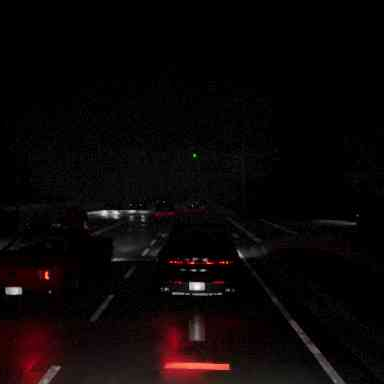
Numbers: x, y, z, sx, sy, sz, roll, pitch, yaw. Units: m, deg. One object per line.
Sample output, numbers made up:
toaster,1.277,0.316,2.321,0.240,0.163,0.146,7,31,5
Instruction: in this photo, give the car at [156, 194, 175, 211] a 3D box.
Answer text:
car,-3.439,1.331,43.126,2.150,2.045,5.566,0,0,0

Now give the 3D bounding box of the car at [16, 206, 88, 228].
car,-7.117,1.523,17.925,1.882,1.535,5.008,0,0,0

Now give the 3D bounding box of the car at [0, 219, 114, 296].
car,-3.420,1.623,8.637,1.895,1.301,4.718,0,0,0

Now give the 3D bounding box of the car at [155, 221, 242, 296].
car,0.202,1.528,8.720,1.837,1.490,4.892,0,0,3

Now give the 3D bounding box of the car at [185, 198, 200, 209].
car,0.069,1.646,47.484,1.812,1.442,4.674,0,0,1

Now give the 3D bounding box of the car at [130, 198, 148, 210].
car,-7.096,1.620,44.719,1.837,1.490,4.892,0,-1,0

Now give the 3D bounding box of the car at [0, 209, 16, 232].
car,-10.602,1.568,16.843,1.812,1.442,4.674,0,0,0

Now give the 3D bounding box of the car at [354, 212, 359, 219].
car,14.836,1.530,25.018,4.892,1.490,1.837,0,0,-1

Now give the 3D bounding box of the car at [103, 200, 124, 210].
car,-10.594,1.715,45.047,1.895,1.301,4.718,0,0,0
